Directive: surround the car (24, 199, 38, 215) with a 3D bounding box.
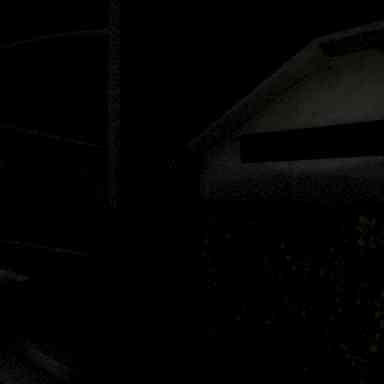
[{"bbox_3d":[-17.339,1.471,33.079,4.611,1.667,2.242,0,0,35],"label":"car"}]

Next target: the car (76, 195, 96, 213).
[{"bbox_3d":[-10.534,1.305,35.214,3.866,1.878,1.905,0,0,35],"label":"car"}]

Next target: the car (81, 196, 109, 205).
[{"bbox_3d":[-16.924,1.479,57.817,4.902,1.511,2.128,0,0,36],"label":"car"}]
